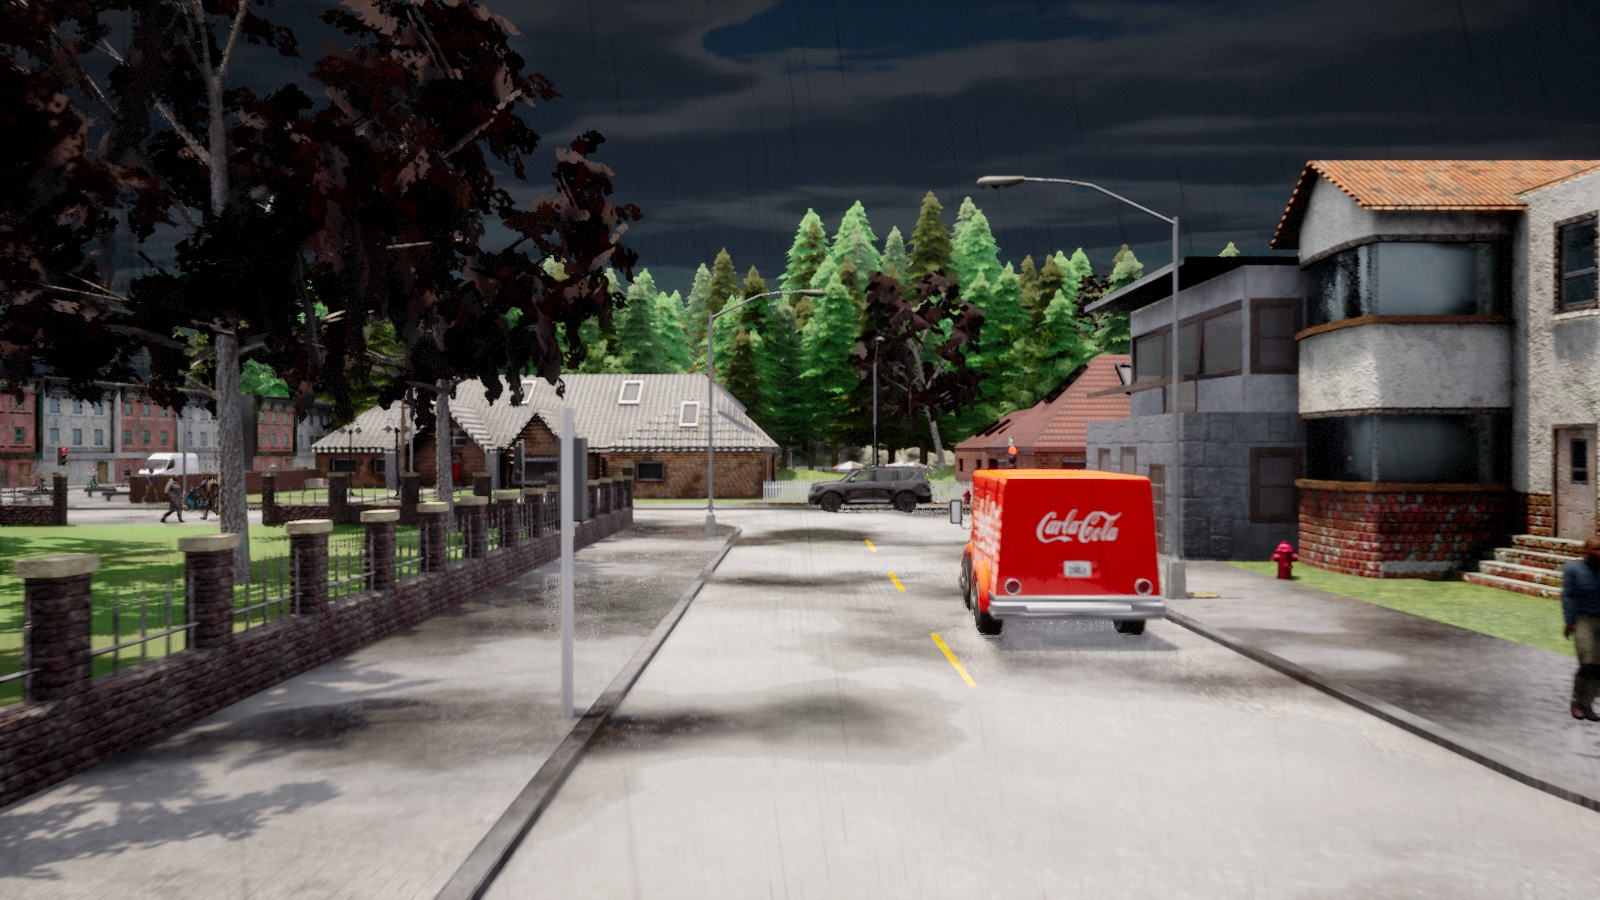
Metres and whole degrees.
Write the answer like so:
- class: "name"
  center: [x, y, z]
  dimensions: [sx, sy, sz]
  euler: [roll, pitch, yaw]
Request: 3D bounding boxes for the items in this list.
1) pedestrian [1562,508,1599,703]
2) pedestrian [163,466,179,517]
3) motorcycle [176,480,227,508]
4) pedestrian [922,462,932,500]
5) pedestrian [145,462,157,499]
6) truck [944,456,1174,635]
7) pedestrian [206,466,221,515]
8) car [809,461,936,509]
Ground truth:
- class: "pedestrian"
  center: [7.776, 1.513, 11.228]
  dimensions: [0.375, 1.860, 0.375]
  euler: [0, 0, 13]
- class: "pedestrian"
  center: [-23.007, 1.518, 41.809]
  dimensions: [0.375, 1.860, 0.375]
  euler: [0, 0, 1]
- class: "motorcycle"
  center: [-26.794, 1.952, 51.170]
  dimensions: [1.805, 1.236, 0.856]
  euler: [0, 0, 0]
- class: "pedestrian"
  center: [6.285, 1.513, 56.517]
  dimensions: [0.375, 1.860, 0.375]
  euler: [0, 0, -17]
- class: "pedestrian"
  center: [-32.062, 1.507, 56.470]
  dimensions: [0.375, 1.860, 0.375]
  euler: [0, 0, 0]
- class: "truck"
  center: [3.945, 1.344, 18.550]
  dimensions: [2.627, 2.467, 5.204]
  euler: [0, 0, 1]
- class: "pedestrian"
  center: [-22.008, 1.515, 42.888]
  dimensions: [0.375, 1.860, 0.375]
  euler: [0, 0, 4]
- class: "car"
  center: [3.187, 1.551, 51.136]
  dimensions: [5.566, 2.045, 2.150]
  euler: [0, 0, -1]
